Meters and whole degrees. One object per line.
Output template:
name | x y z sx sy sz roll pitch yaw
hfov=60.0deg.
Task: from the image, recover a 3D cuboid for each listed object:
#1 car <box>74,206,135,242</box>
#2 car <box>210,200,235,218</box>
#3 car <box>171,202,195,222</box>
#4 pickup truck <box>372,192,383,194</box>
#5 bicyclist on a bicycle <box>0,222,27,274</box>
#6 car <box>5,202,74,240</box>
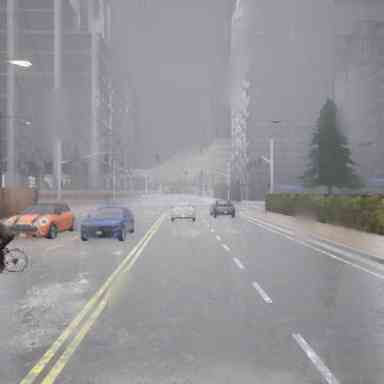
car | -4.047 1.478 16.644 1.882 1.535 5.008 0 0 -2
car | 2.717 1.492 30.300 2.128 1.511 4.902 0 0 -3
car | -0.699 1.526 26.566 1.812 1.442 4.674 0 0 -2
pickup truck | 39.556 1.059 69.008 6.274 2.098 2.390 0 0 28
bicyclist on a bicycle | -5.357 1.455 9.111 1.656 1.620 0.582 -2 0 -2
car | -7.559 1.353 16.984 2.097 1.767 4.553 0 0 -1
